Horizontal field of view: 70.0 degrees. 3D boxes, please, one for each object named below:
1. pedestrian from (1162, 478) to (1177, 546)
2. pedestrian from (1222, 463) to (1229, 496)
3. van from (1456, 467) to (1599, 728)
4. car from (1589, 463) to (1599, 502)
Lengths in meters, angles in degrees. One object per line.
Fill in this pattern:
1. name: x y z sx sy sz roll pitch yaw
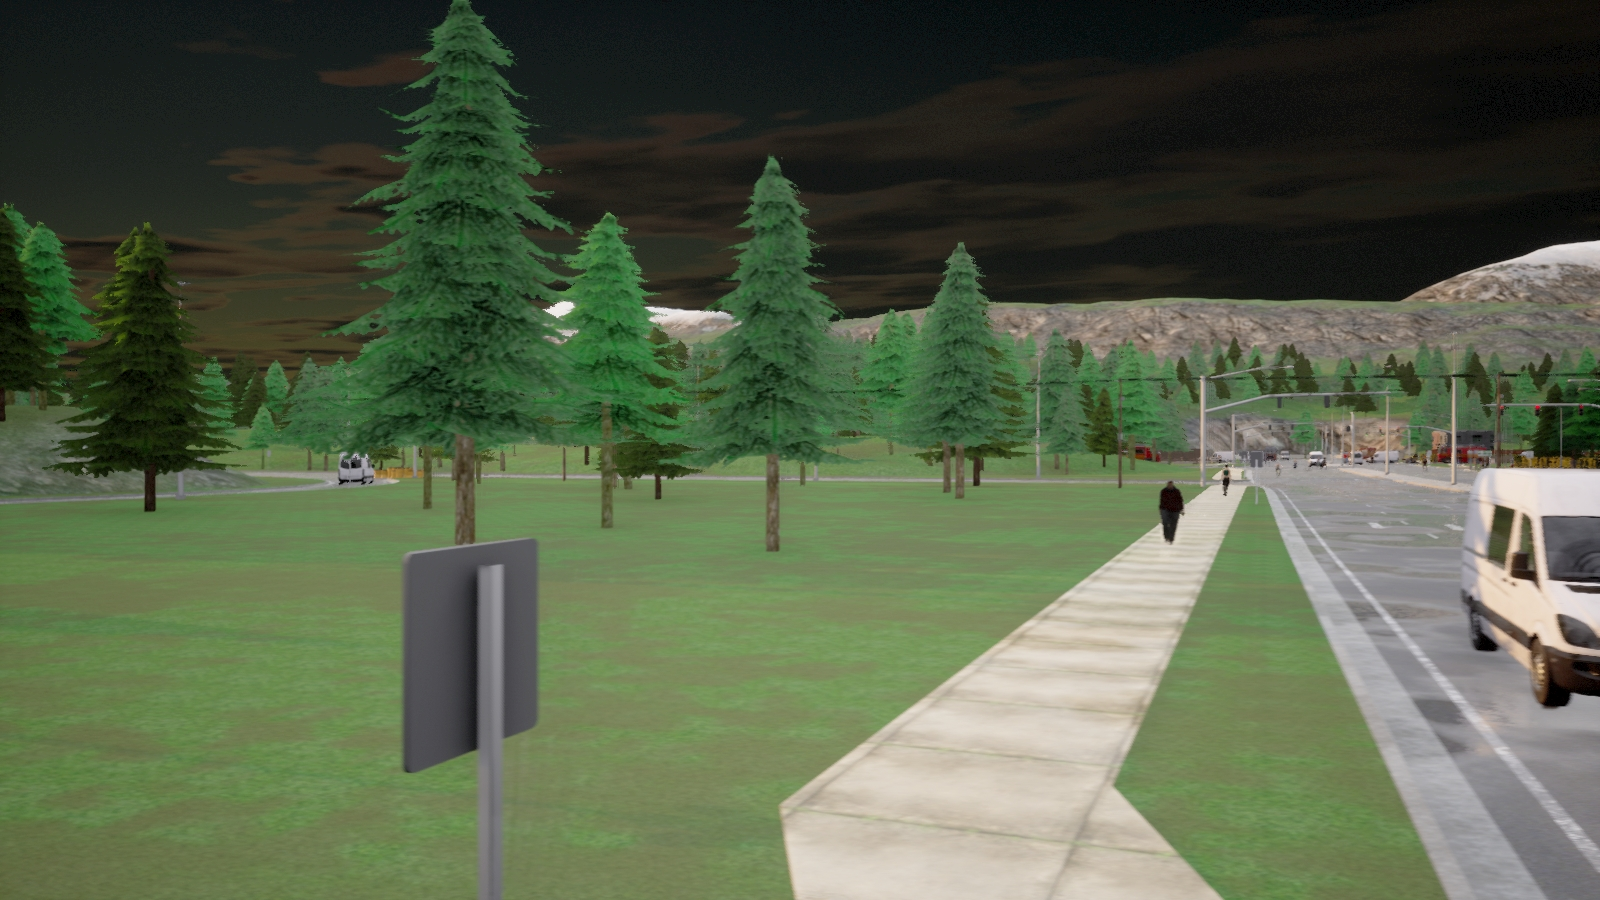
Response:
1. pedestrian: 10.191 1.696 31.476 0.375 1.860 0.375 0 0 21
2. pedestrian: 24.170 1.698 64.857 0.375 1.860 0.375 0 0 22
3. van: 9.762 1.536 14.114 1.988 2.561 5.915 0 0 21
4. car: 44.088 1.765 60.566 2.390 2.098 6.274 0 0 21
